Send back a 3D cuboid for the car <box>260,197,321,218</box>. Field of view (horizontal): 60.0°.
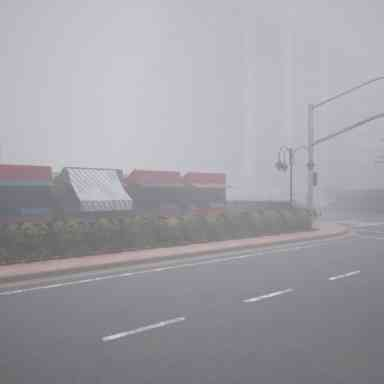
[{"bbox_3d":[8.538,1.436,28.249,2.128,1.511,4.902,0,0,-36],"label":"car"}]

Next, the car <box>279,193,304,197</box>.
[{"bbox_3d":[16.640,1.114,57.430,1.905,1.878,3.866,0,0,-36],"label":"car"}]

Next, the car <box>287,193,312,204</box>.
[{"bbox_3d":[19.031,1.114,59.142,1.905,1.878,3.866,0,0,-36],"label":"car"}]

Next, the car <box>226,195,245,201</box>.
[{"bbox_3d":[2.755,1.166,36.235,2.150,2.045,5.566,0,0,-36],"label":"car"}]

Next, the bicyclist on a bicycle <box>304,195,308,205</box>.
[{"bbox_3d":[15.563,1.246,44.947,1.656,1.620,0.582,0,0,-36],"label":"bicyclist on a bicycle"}]

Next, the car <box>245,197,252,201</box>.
[{"bbox_3d":[8.076,1.449,47.114,1.837,1.490,4.892,0,0,-36],"label":"car"}]

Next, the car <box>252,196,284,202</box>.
[{"bbox_3d":[8.701,1.470,33.998,1.812,1.442,4.674,0,0,-36],"label":"car"}]
